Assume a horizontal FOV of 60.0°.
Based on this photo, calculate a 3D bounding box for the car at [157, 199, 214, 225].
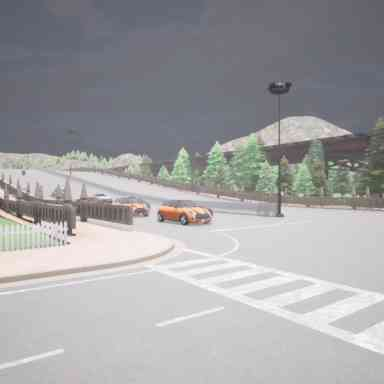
[{"bbox_3d":[-0.606,1.351,24.069,2.097,1.767,4.553,0,0,-37],"label":"car"}]

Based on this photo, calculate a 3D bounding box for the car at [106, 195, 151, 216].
[{"bbox_3d":[-5.815,1.322,30.920,2.097,1.767,4.553,0,1,-37],"label":"car"}]

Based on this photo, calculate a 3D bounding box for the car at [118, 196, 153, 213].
[{"bbox_3d":[-6.438,1.330,37.531,1.837,1.490,4.892,0,2,-37],"label":"car"}]

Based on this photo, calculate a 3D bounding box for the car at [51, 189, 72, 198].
[{"bbox_3d":[-19.105,0.238,48.577,1.895,1.301,4.718,0,6,-37],"label":"car"}]

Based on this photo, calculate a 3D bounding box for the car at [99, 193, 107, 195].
[{"bbox_3d":[-12.398,0.847,45.432,1.895,1.301,4.718,0,5,-37],"label":"car"}]

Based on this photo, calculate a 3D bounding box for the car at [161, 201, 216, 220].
[{"bbox_3d":[-0.429,1.538,29.618,2.033,1.411,5.357,0,0,-37],"label":"car"}]

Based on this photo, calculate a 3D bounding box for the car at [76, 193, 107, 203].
[{"bbox_3d":[-11.969,1.214,39.036,1.895,1.301,4.718,0,3,-37],"label":"car"}]
